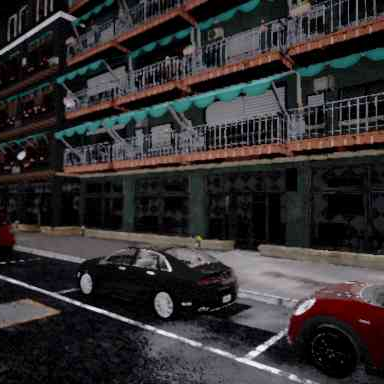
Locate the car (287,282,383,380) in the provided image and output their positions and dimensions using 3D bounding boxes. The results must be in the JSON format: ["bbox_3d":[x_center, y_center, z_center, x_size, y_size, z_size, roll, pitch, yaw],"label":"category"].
[{"bbox_3d":[3.379,1.697,4.384,4.097,1.590,1.967,-1,-3,39],"label":"car"}]

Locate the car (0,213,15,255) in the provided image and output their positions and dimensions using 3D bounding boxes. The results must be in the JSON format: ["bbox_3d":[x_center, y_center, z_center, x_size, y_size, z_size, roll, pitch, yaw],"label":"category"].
[{"bbox_3d":[-9.825,1.813,14.945,5.009,1.841,2.192,-1,-3,39],"label":"car"}]

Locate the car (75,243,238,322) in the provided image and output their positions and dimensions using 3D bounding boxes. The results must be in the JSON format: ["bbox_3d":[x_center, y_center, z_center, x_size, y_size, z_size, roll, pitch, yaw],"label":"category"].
[{"bbox_3d":[-1.025,1.888,7.897,4.403,1.369,2.008,-1,-3,39],"label":"car"}]
